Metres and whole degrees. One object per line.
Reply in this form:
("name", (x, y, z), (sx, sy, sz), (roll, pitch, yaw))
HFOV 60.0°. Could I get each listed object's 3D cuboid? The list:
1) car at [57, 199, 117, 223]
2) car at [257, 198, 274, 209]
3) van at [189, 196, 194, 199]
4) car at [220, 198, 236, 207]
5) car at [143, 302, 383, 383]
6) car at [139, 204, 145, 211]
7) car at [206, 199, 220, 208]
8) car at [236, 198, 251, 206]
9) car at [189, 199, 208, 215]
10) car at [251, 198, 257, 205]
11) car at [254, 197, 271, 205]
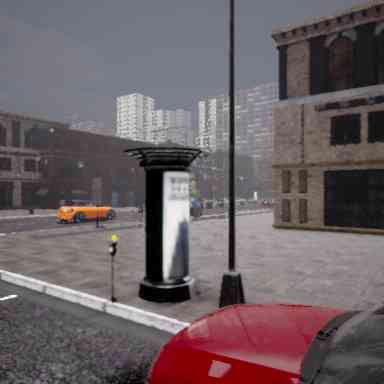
("car", (-8.141, 1.409, 26.295), (2.097, 1.767, 4.553), (0, 0, 35))
("car", (11.921, 1.651, 50.343), (1.967, 1.590, 4.097), (0, 0, 35))
("van", (-1.291, 1.484, 46.122), (1.690, 1.788, 3.998), (0, 0, 35))
("car", (4.967, 1.724, 55.023), (1.752, 1.417, 4.829), (0, 0, 35))
("car", (1.927, 1.316, 1.500), (5.009, 1.841, 2.192), (0, 0, 36))
("car", (-4.567, 1.640, 41.461), (1.752, 1.417, 4.829), (0, 0, 35))
("car", (1.887, 1.721, 50.641), (2.008, 1.369, 4.403), (0, 0, 35))
("car", (8.243, 1.780, 59.683), (2.008, 1.369, 4.403), (0, 0, 35))
("car", (-0.748, 1.646, 32.232), (1.887, 1.381, 4.507), (0, 0, 35))
("car", (11.421, 1.810, 64.203), (2.008, 1.369, 4.403), (0, 0, 35))
("car", (14.600, 1.840, 68.724), (2.008, 1.369, 4.403), (0, 0, 35))
